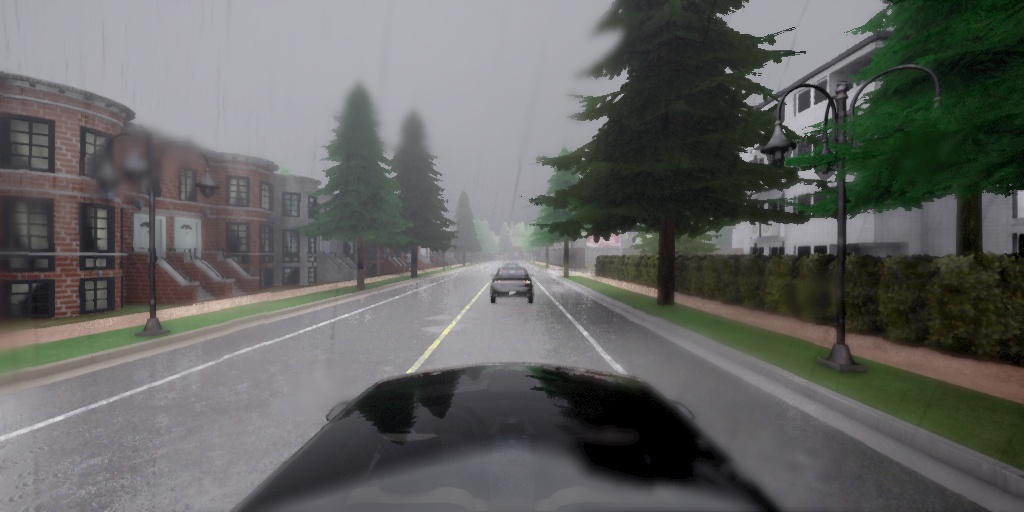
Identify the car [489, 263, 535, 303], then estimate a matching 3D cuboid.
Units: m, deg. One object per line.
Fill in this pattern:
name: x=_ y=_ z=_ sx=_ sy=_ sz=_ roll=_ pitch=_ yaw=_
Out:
car: x=0.000 y=1.242 z=16.482 sx=2.128 sy=1.511 sz=4.902 roll=0 pitch=0 yaw=0
